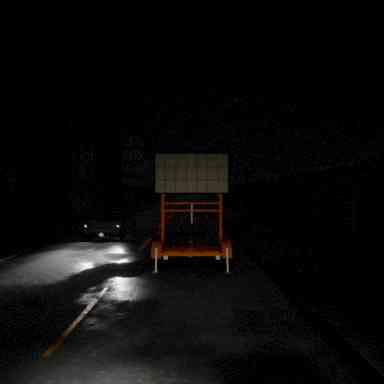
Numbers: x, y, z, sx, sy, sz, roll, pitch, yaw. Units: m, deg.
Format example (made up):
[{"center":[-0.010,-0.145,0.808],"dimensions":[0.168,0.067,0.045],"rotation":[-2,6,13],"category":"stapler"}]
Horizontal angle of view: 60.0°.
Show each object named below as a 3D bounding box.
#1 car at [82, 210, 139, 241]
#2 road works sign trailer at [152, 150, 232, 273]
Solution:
[{"center":[-4.011,1.600,16.967],"dimensions":[1.895,1.301,4.718],"rotation":[0,0,0],"category":"car"},{"center":[-0.007,0.464,10.646],"dimensions":[2.380,3.560,2.880],"rotation":[0,0,0],"category":"road works sign trailer"}]
